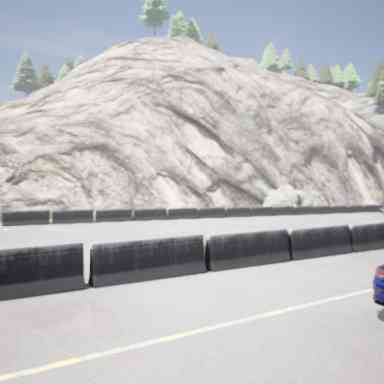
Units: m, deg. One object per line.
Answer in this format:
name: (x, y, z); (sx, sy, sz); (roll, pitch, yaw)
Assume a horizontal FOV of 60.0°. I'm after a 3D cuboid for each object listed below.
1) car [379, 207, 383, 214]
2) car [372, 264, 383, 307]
car: (26.457, 2.200, 43.531); (4.674, 1.442, 1.812); (1, -1, -30)
car: (5.517, 1.633, 6.638); (4.674, 1.442, 1.812); (1, -1, -31)
